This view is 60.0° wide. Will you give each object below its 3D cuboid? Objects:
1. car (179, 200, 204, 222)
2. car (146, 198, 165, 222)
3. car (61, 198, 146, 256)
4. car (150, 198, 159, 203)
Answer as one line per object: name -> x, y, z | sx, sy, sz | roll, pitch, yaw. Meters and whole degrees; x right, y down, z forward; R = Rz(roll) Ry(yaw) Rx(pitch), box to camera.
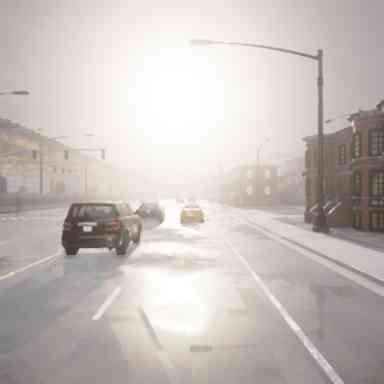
car -> 0.008, 1.754, 29.318 | 1.882, 1.535, 5.008 | 0, 0, 1
car -> -3.512, 1.622, 28.922 | 2.097, 1.767, 4.553 | 0, -1, 0
car -> -3.506, 1.347, 13.849 | 2.150, 2.045, 5.566 | 0, 0, 0
car -> -10.548, 2.432, 94.706 | 2.033, 1.411, 5.357 | 0, -1, 0
